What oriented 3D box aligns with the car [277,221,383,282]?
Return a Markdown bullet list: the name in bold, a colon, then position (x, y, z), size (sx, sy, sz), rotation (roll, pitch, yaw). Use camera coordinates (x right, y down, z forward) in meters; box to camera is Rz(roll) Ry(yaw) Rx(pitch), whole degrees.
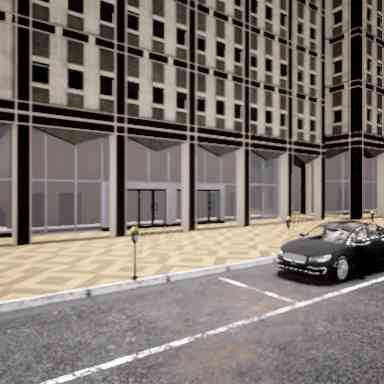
- **car**: position (4.340, 1.551, 9.651), size (4.403, 1.369, 2.008), rotation (0, 0, -35)
